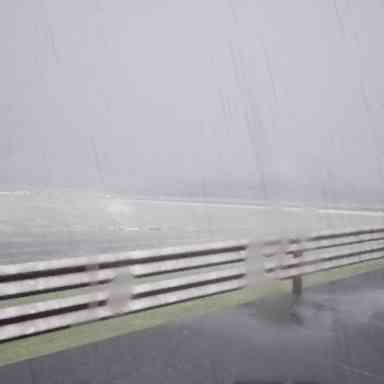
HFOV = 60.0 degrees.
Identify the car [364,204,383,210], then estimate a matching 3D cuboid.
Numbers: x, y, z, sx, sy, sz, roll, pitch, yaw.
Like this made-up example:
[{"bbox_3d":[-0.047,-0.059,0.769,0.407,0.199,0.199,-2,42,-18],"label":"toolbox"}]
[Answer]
[{"bbox_3d":[32.517,2.816,57.320,5.008,1.535,1.882,2,-2,26],"label":"car"}]
